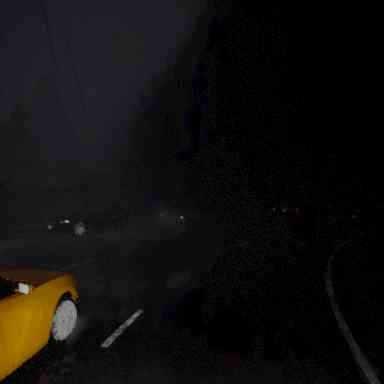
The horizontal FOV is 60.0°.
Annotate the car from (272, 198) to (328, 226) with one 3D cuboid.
[{"bbox_3d":[7.339,1.191,22.347,4.553,1.767,2.097,0,1,-44],"label":"car"}]

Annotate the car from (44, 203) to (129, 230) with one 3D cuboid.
[{"bbox_3d":[-5.415,1.359,17.609,2.128,1.511,4.902,0,0,30],"label":"car"}]

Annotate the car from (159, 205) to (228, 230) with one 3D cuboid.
[{"bbox_3d":[0.187,1.453,20.110,1.895,1.301,4.718,0,1,38],"label":"car"}]

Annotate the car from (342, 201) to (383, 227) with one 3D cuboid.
[{"bbox_3d":[11.659,1.324,21.532,5.008,1.535,1.882,0,0,-39],"label":"car"}]

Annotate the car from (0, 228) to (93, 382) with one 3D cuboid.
[{"bbox_3d":[-2.949,1.451,3.325,1.882,1.535,5.008,0,0,7],"label":"car"}]
